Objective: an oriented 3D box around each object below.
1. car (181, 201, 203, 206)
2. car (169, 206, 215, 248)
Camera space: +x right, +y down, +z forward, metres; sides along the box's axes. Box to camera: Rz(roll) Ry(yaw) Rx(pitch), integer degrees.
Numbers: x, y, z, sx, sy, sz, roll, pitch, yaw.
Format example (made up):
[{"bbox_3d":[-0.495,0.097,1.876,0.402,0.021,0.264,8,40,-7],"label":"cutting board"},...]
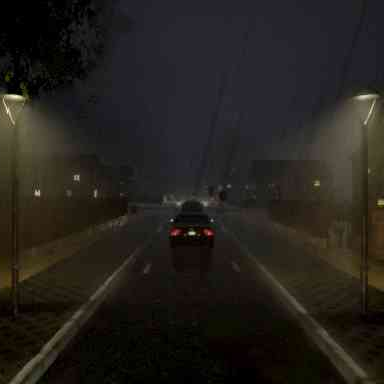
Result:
[{"bbox_3d":[0.000,1.496,29.653,1.882,1.535,5.008,0,0,0],"label":"car"},{"bbox_3d":[0.000,1.562,14.651,2.033,1.411,5.357,0,0,0],"label":"car"}]
